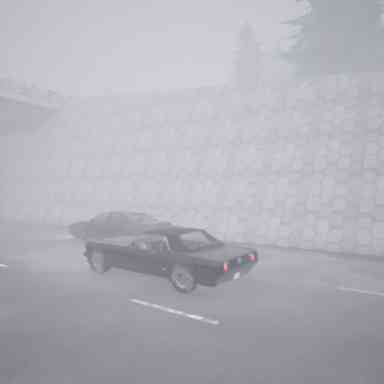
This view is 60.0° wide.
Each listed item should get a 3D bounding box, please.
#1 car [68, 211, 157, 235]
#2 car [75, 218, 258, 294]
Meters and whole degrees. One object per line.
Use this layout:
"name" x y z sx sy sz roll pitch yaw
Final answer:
"car" -3.273 1.545 14.943 5.357 1.411 2.033 0 0 36
"car" -0.787 1.602 8.834 4.718 1.301 1.895 0 0 36
